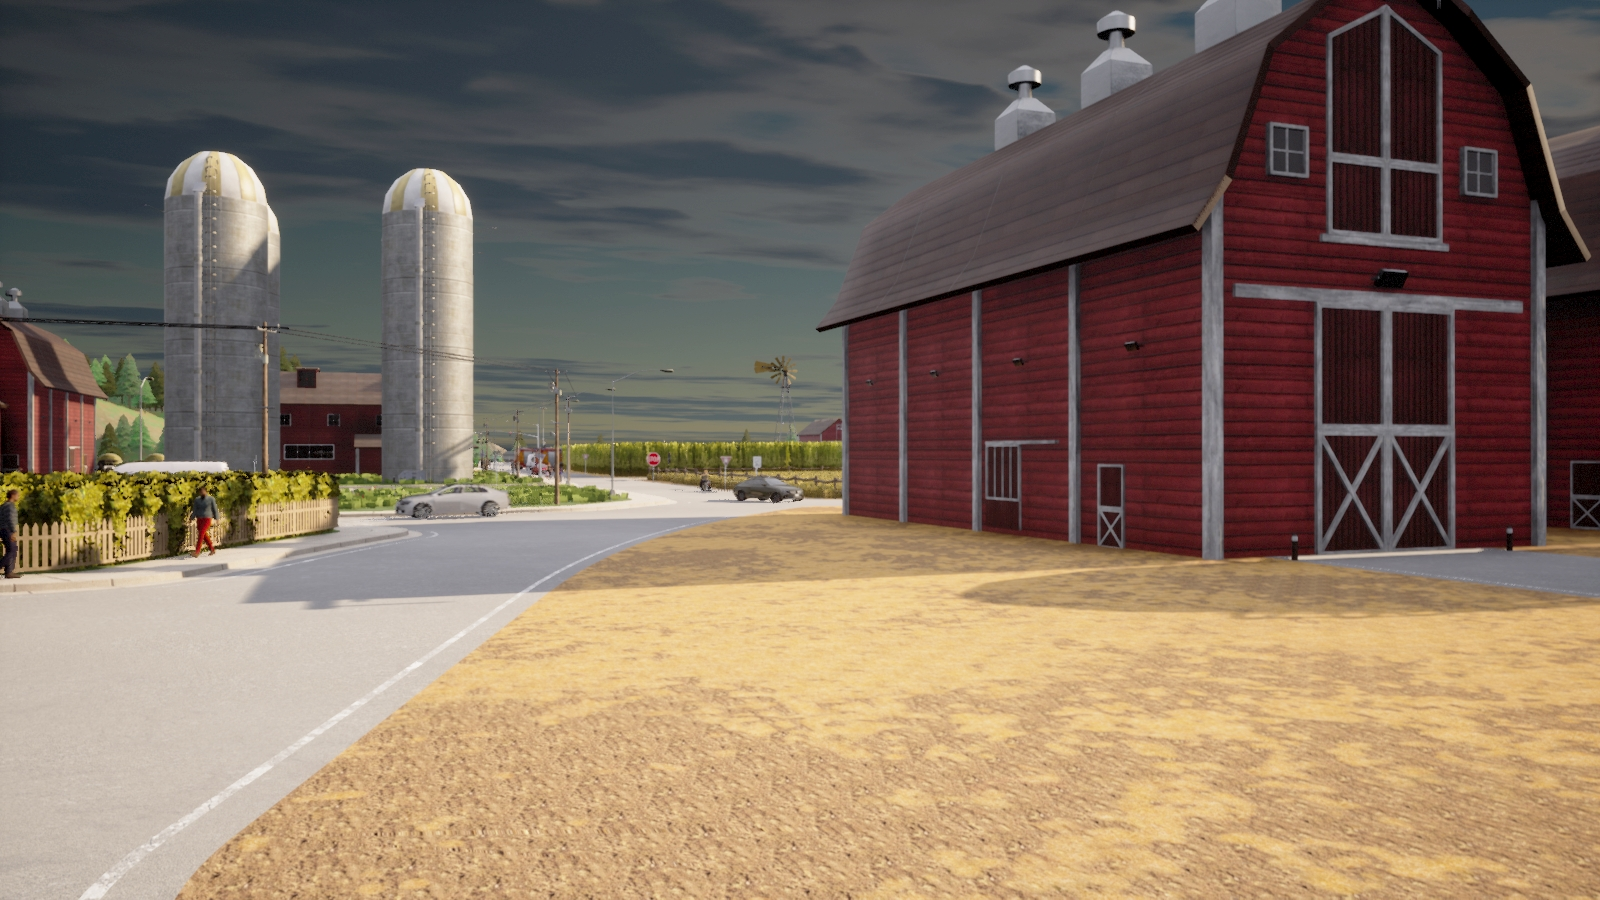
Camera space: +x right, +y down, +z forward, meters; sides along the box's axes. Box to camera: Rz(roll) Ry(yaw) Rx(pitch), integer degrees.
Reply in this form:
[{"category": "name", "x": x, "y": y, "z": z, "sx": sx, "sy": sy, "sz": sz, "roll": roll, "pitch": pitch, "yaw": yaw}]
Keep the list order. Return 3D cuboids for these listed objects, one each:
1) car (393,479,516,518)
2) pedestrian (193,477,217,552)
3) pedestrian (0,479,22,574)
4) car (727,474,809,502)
[{"category": "car", "x": -15.277, "y": 2.108, "z": 50.519, "sx": 4.902, "sy": 1.511, "sz": 2.128, "roll": -1, "pitch": 0, "yaw": -26}, {"category": "pedestrian", "x": -14.861, "y": 1.601, "z": 28.535, "sx": 0.375, "sy": 1.860, "sz": 0.375, "roll": 0, "pitch": 0, "yaw": 3}, {"category": "pedestrian", "x": -15.909, "y": 1.528, "z": 22.984, "sx": 0.375, "sy": 1.860, "sz": 0.375, "roll": 0, "pitch": 0, "yaw": -40}, {"category": "car", "x": -1.880, "y": 2.145, "z": 66.015, "sx": 4.674, "sy": 1.442, "sz": 2.002, "roll": 0, "pitch": 0, "yaw": 43}]
